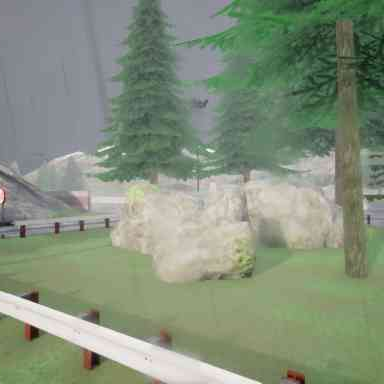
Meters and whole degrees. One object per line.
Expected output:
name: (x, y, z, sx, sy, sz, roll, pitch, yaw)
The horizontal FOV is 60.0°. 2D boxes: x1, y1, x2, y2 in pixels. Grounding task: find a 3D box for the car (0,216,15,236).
car: (-10.847, 1.358, 15.558, 5.357, 1.411, 2.033, 0, 0, 21)
